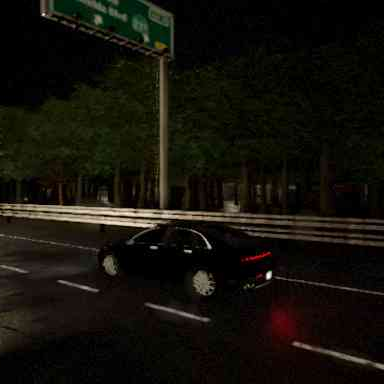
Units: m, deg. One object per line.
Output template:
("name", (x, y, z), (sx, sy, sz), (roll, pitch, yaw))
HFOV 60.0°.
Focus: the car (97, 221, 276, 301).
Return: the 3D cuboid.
("car", (-0.355, 1.507, 8.421), (4.892, 1.490, 1.837), (0, 0, 35))
